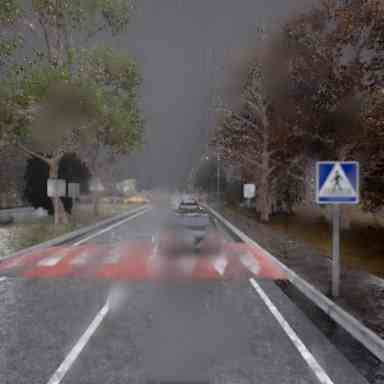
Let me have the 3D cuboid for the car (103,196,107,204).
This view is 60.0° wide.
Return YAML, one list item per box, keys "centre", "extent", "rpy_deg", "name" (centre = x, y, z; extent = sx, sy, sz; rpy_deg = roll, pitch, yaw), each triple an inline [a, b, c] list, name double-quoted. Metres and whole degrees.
- centre: [-24.394, 2.006, 83.046]
  extent: [4.553, 1.767, 2.185]
  rpy_deg: [0, -2, -1]
  name: "car"

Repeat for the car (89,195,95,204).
- centre: [-24.319, 1.535, 71.978]
  extent: [5.566, 2.045, 2.435]
  rpy_deg: [0, -1, -1]
  name: "car"

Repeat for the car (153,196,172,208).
- centre: [-3.894, 1.390, 46.539]
  extent: [1.882, 1.535, 5.008]
  rpy_deg: [0, 0, -1]
  name: "car"

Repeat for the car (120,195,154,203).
- centre: [-10.958, 1.631, 66.370]
  extent: [5.366, 1.575, 1.946]
  rpy_deg: [0, -1, -1]
  name: "car"

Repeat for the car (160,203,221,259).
- centre: [-0.063, 1.326, 11.478]
  extent: [2.033, 1.411, 5.357]
  rpy_deg: [-1, 1, 0]
  name: "car"

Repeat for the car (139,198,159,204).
- centre: [-11.416, 2.294, 88.551]
  extent: [5.008, 1.535, 2.097]
  rpy_deg: [0, -2, -1]
  name: "car"

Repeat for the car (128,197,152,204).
- centre: [-11.216, 1.772, 71.907]
  extent: [5.008, 1.535, 2.097]
  rpy_deg: [0, -2, -1]
  name: "car"

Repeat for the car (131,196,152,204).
- centre: [-11.275, 1.728, 74.686]
  extent: [4.553, 1.767, 2.185]
  rpy_deg: [0, -2, -1]
  name: "car"

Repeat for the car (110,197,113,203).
- centre: [-24.487, 2.309, 88.579]
  extent: [5.008, 1.535, 2.097]
  rpy_deg: [0, -2, -1]
  name: "car"

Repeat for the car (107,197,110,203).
- centre: [-24.452, 2.216, 85.685]
  extent: [5.008, 1.535, 2.097]
  rpy_deg: [0, -2, -1]
  name: "car"

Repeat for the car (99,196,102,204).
- centre: [-24.352, 1.956, 77.504]
  extent: [4.892, 1.521, 2.231]
  rpy_deg: [0, -2, -1]
  name: "car"

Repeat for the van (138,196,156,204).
- centre: [-11.494, 1.980, 85.782]
  extent: [4.442, 1.987, 1.878]
  rpy_deg: [0, -2, -1]
  name: "van"

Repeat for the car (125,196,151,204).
- centre: [-11.182, 1.700, 69.136]
  extent: [4.892, 1.521, 2.231]
  rpy_deg: [0, -1, -1]
  name: "car"

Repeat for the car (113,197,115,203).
- centre: [-24.519, 2.399, 91.348]
  extent: [4.892, 1.521, 2.231]
  rpy_deg: [0, -2, -1]
  name: "car"

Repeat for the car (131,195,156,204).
- centre: [-11.249, 1.688, 77.461]
  extent: [5.566, 2.045, 2.435]
  rpy_deg: [0, -2, -1]
  name: "car"

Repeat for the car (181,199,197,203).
- centre: [-0.278, 1.417, 31.301]
  extent: [2.128, 1.511, 4.902]
  rpy_deg: [0, 0, -1]
  name: "car"

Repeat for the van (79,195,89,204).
- centre: [-24.374, 1.485, 69.085]
  extent: [4.442, 1.987, 1.878]
  rpy_deg: [0, -1, -1]
  name: "van"
